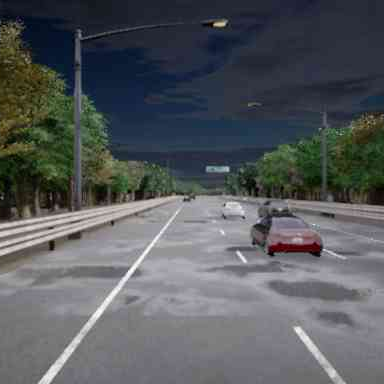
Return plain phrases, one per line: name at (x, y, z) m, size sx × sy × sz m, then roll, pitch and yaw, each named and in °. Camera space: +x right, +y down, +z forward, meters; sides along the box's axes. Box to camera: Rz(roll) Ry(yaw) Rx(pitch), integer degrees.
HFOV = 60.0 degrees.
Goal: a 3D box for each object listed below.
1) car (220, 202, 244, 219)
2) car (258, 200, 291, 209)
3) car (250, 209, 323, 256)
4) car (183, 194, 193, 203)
car at (3.598, 1.633, 30.225) m, size 1.812 × 1.442 × 4.674 m, roll 0°, pitch 0°, yaw 0°
car at (7.098, 1.455, 28.925) m, size 2.097 × 1.767 × 4.553 m, roll 0°, pitch 0°, yaw 0°
car at (3.599, 1.612, 13.341) m, size 1.994 × 1.385 × 4.181 m, roll 0°, pitch 0°, yaw 0°
car at (-1.231, 1.793, 81.446) m, size 1.882 × 1.535 × 5.008 m, roll 0°, pitch 0°, yaw 0°
